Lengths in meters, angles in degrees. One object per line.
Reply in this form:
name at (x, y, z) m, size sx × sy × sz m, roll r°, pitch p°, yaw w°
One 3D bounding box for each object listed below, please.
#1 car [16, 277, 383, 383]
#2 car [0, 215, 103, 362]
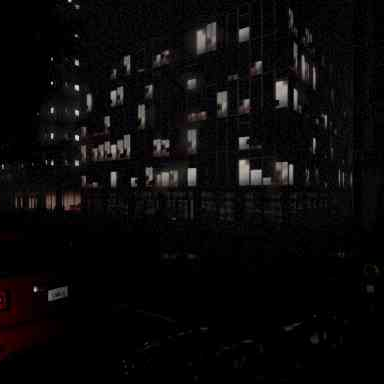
car at (0.925, 1.566, 2.218) m, size 4.313 × 1.339 × 1.947 m, roll 0°, pitch 0°, yaw 36°
car at (-3.569, 1.315, 5.428) m, size 5.009 × 1.841 × 2.192 m, roll 0°, pitch 0°, yaw 36°
